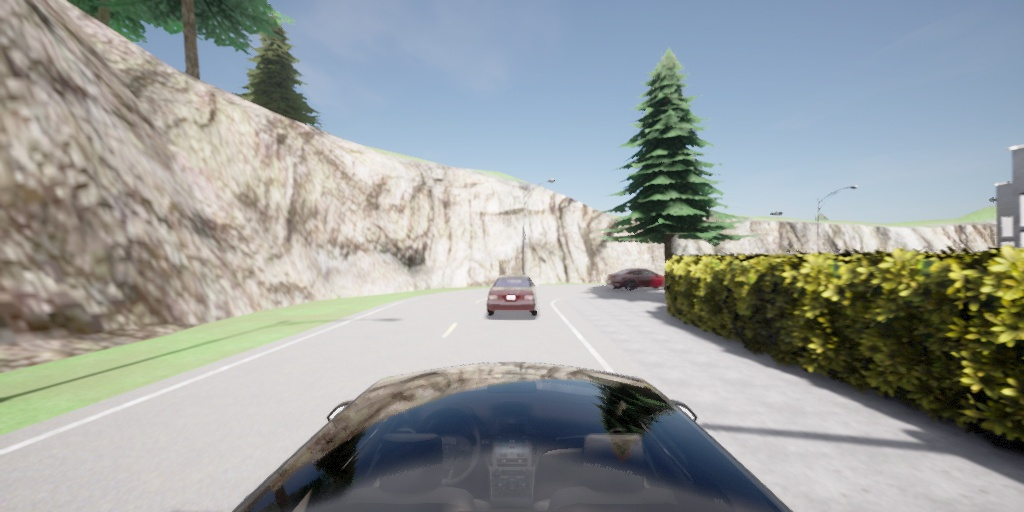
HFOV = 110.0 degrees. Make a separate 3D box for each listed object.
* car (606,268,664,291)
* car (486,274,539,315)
[{"bbox_3d":[8.504,1.517,23.586,4.674,1.442,1.812,0,-1,-12],"label":"car"},{"bbox_3d":[0.101,1.437,14.329,2.033,1.411,5.357,0,-1,3],"label":"car"}]
